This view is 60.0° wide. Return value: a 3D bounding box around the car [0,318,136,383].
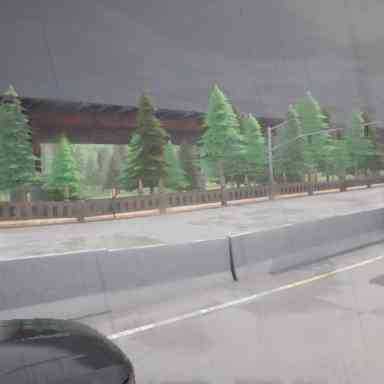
[{"bbox_3d":[-2.666,1.509,1.846,4.892,1.490,1.837,0,0,-36],"label":"car"}]
